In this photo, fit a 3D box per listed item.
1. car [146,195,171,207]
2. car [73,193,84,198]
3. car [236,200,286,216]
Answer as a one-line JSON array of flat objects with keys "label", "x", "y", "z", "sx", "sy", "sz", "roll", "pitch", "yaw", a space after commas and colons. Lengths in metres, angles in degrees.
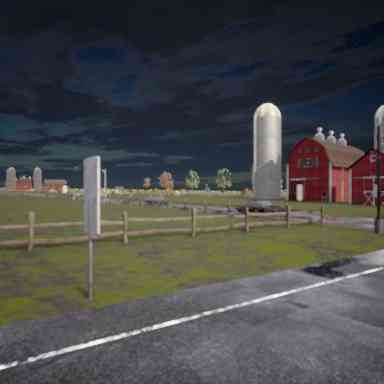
[{"label": "car", "x": -4.967, "y": 1.294, "z": 48.681, "sx": 1.837, "sy": 1.490, "sz": 4.892, "roll": 0, "pitch": 1, "yaw": -36}, {"label": "car", "x": -29.993, "y": 0.789, "z": 88.302, "sx": 1.895, "sy": 1.301, "sz": 4.718, "roll": 0, "pitch": 1, "yaw": -36}, {"label": "car", "x": 6.693, "y": 1.526, "z": 32.467, "sx": 2.033, "sy": 1.411, "sz": 5.357, "roll": 0, "pitch": 1, "yaw": -36}]
